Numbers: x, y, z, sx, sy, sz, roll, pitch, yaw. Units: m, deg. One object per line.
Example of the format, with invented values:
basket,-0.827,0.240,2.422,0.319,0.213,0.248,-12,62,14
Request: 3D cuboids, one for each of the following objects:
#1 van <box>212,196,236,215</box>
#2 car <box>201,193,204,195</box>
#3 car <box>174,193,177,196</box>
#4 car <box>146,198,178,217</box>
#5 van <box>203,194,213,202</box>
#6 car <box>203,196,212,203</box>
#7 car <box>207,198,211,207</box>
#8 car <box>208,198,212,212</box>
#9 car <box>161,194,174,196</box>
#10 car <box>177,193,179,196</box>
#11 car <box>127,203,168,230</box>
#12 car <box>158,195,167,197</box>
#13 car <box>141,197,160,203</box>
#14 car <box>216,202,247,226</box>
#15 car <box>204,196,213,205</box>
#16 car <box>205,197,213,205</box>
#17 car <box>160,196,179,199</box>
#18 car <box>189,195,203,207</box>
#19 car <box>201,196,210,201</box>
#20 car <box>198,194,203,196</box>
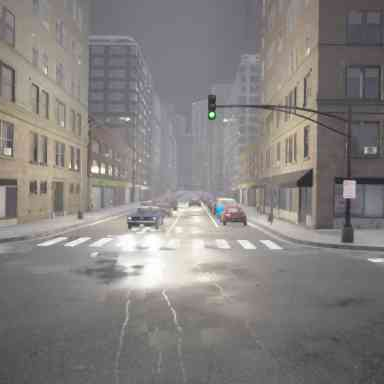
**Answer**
van,3.044,1.468,29.980,1.690,1.788,3.998,1,0,0
car,3.295,1.454,63.295,2.192,1.841,5.009,1,0,0
car,-5.147,1.310,74.467,2.192,1.841,5.009,1,0,0
car,-2.790,1.591,31.904,2.033,1.411,5.357,1,0,1
van,3.253,1.487,57.744,1.690,1.788,3.998,1,0,0
car,3.372,1.705,74.399,1.802,1.307,4.206,1,0,0
car,3.124,1.736,41.086,1.802,1.307,4.206,1,0,0
car,3.082,1.687,35.531,1.887,1.381,4.507,1,0,0
car,-5.229,1.325,63.363,2.192,1.841,5.009,1,0,0
car,-5.068,1.519,85.575,1.887,1.381,4.507,1,0,0
car,-2.873,1.615,21.406,1.895,1.301,4.718,1,0,1
car,-5.316,1.576,52.259,2.008,1.369,4.403,1,0,0
car,-5.401,1.607,41.153,1.802,1.307,4.206,1,0,0
car,3.000,1.693,24.428,1.802,1.307,4.206,1,0,0
car,3.208,1.736,52.193,1.802,1.307,4.206,1,0,0
car,3.167,1.739,46.637,1.802,1.307,4.206,1,0,0
car,-2.713,1.614,42.292,2.033,1.411,5.357,1,0,1
car,0.450,1.637,52.864,1.812,1.442,4.674,1,0,0
car,3.456,1.669,85.505,1.947,1.339,4.313,1,0,0
car,0.524,1.575,62.866,1.882,1.535,5.008,1,0,0
